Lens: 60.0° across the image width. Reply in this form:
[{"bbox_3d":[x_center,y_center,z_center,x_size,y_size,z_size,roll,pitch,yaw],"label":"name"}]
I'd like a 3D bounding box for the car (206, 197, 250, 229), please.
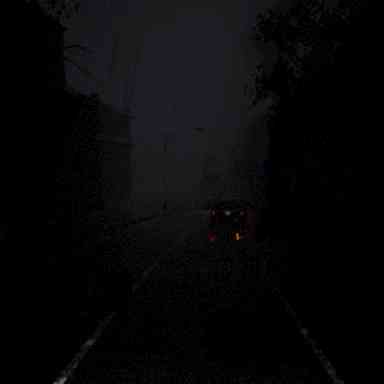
[{"bbox_3d":[2.414,1.238,21.143,2.097,1.767,4.553,1,0,10],"label":"car"}]

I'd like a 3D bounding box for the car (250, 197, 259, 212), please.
[{"bbox_3d":[6.363,1.292,37.136,1.882,1.535,5.008,2,2,16],"label":"car"}]

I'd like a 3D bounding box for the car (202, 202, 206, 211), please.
[{"bbox_3d":[2.497,1.324,36.096,1.994,1.385,4.181,2,1,16],"label":"car"}]
